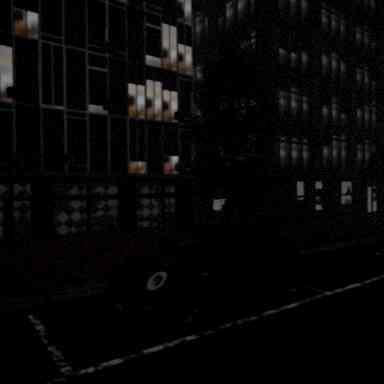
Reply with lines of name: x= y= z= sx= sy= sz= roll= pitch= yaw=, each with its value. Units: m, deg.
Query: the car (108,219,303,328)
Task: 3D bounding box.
car: x=0.375 y=1.414 z=6.839 sx=4.097 sy=1.590 sz=1.967 roll=0 pitch=0 yaw=-35
